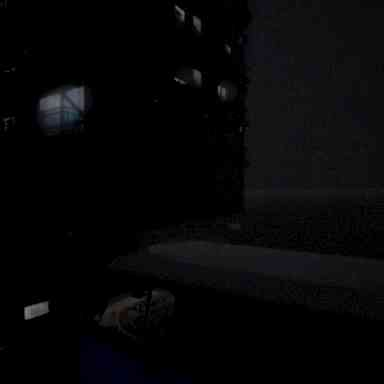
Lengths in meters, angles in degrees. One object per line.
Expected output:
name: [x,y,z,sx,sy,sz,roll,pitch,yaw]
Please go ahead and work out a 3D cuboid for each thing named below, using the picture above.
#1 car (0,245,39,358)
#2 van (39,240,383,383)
car: [-3.694,1.563,5.512,4.313,1.339,1.947,0,0,36]
van: [0.895,1.341,2.239,3.998,1.788,1.690,0,0,36]
